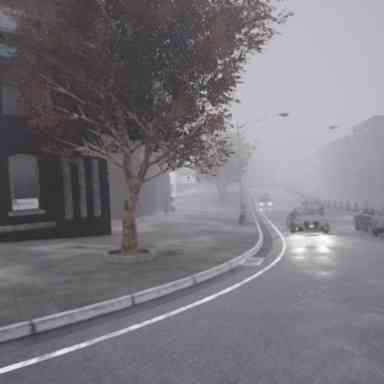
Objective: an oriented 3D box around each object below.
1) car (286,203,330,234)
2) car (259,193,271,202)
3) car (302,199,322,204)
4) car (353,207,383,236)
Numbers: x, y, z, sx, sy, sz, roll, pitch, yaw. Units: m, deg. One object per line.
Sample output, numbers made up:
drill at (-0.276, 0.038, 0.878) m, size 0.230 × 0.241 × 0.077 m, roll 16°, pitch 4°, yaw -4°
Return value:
car at (6.600, 1.598, 19.304) m, size 1.994 × 1.385 × 4.181 m, roll -2°, pitch -1°, yaw 11°
car at (13.195, 0.989, 59.826) m, size 1.837 × 1.490 × 4.892 m, roll -2°, pitch 2°, yaw 10°
car at (13.267, 1.498, 37.016) m, size 1.994 × 1.385 × 4.181 m, roll -2°, pitch 0°, yaw 9°
car at (9.923, 1.447, 17.404) m, size 1.994 × 1.385 × 4.181 m, roll -2°, pitch -1°, yaw 12°
